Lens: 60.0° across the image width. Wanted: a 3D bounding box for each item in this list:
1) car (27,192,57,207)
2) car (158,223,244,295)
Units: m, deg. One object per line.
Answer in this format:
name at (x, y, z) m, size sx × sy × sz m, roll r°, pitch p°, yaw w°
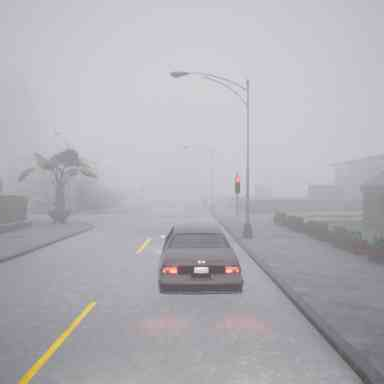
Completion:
car at (-19.782, 0.986, 43.806) m, size 1.905 × 1.878 × 3.866 m, roll 0°, pitch 0°, yaw 35°
car at (0.109, 1.547, 8.902) m, size 2.033 × 1.411 × 5.357 m, roll 0°, pitch 0°, yaw -2°
